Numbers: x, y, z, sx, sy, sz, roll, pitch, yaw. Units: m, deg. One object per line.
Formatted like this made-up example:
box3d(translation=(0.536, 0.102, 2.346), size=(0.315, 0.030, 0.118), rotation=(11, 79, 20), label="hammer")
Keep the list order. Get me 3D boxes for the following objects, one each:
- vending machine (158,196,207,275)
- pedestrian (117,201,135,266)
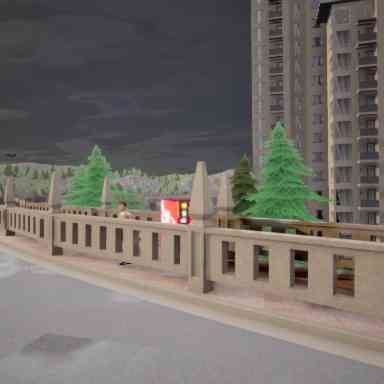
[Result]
box3d(translation=(-0.263, 1.188, 9.718), size=(0.880, 2.100, 1.100), rotation=(-1, 0, 40), label="vending machine")
box3d(translation=(-1.911, 1.135, 9.314), size=(0.375, 1.860, 0.375), rotation=(-1, -1, 41), label="pedestrian")
